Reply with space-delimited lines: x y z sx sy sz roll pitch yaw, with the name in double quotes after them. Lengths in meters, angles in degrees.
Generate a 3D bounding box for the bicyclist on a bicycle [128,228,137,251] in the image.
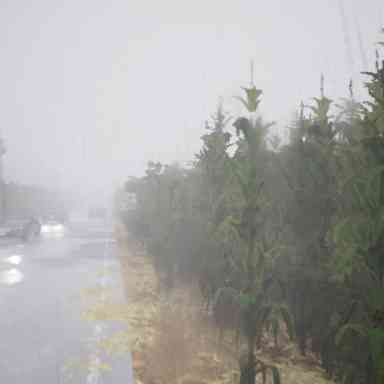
-1.981 1.829 14.715 1.656 1.620 0.582 1 -2 -14 "bicyclist on a bicycle"

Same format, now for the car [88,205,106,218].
-12.059 2.497 42.142 1.994 1.385 4.181 1 -2 -14 "car"

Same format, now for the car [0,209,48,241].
-9.754 1.823 18.509 2.128 1.511 4.902 1 -2 -14 "car"

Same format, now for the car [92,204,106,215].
-14.433 2.677 51.785 1.812 1.442 4.674 1 -2 -14 "car"

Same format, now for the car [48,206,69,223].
-12.979 2.122 31.739 2.128 1.511 4.902 1 -1 -13 "car"
